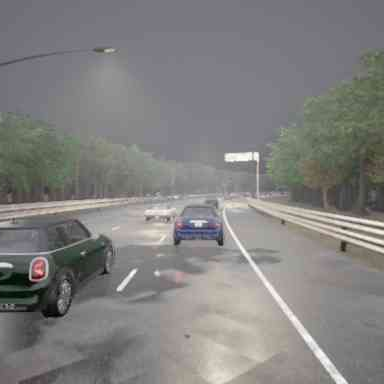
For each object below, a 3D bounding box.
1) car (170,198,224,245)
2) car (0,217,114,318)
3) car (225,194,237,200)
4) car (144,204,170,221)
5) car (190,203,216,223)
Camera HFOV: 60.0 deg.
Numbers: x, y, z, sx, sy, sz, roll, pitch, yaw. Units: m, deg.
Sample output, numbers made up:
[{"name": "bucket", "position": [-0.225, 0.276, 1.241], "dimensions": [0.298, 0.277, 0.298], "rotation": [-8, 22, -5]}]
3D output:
[{"name": "car", "position": [0.354, 1.351, 15.663], "dimensions": [2.097, 1.767, 4.553], "rotation": [0, 0, 2]}, {"name": "car", "position": [-3.279, 1.344, 7.581], "dimensions": [2.097, 1.767, 4.553], "rotation": [0, 0, 1]}, {"name": "car", "position": [9.723, 1.447, 87.225], "dimensions": [2.128, 1.511, 4.902], "rotation": [0, 0, 13]}, {"name": "car", "position": [-2.443, 1.591, 26.712], "dimensions": [1.895, 1.301, 4.718], "rotation": [0, 0, 4]}, {"name": "car", "position": [0.931, 1.598, 26.506], "dimensions": [1.895, 1.301, 4.718], "rotation": [0, 0, 4]}]
